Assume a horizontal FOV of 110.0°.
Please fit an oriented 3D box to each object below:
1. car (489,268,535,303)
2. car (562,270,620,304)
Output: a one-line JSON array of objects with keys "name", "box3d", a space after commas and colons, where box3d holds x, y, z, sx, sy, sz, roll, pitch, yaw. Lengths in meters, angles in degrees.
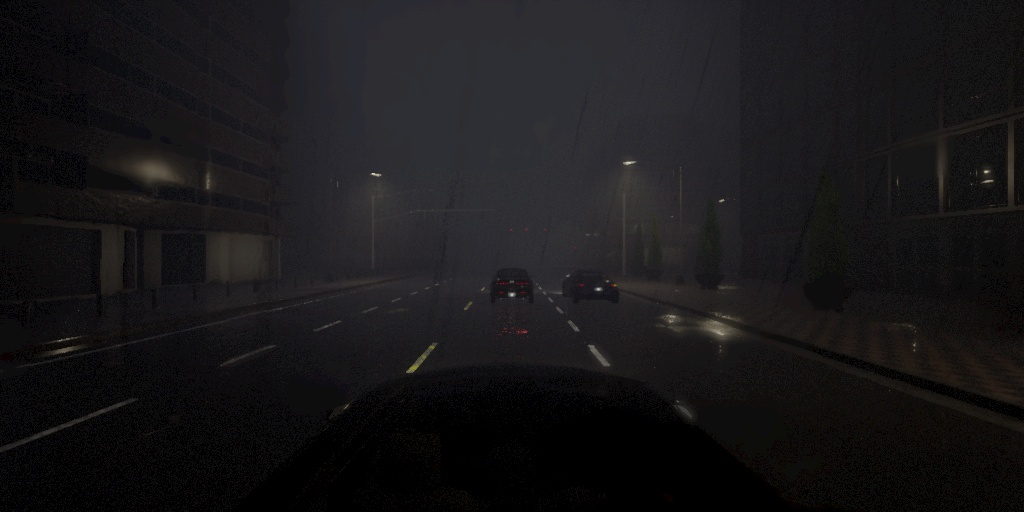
[{"name": "car", "box3d": [0.000, 1.265, 16.500, 1.837, 1.490, 4.892, 0, 0, 0]}, {"name": "car", "box3d": [3.500, 1.321, 16.500, 1.994, 1.385, 4.181, 0, 0, 0]}]
